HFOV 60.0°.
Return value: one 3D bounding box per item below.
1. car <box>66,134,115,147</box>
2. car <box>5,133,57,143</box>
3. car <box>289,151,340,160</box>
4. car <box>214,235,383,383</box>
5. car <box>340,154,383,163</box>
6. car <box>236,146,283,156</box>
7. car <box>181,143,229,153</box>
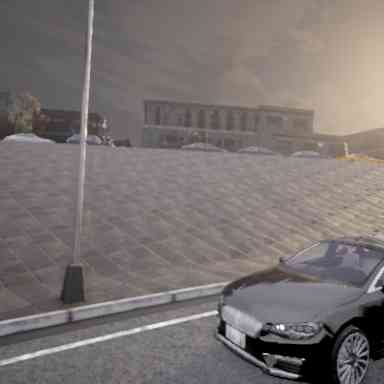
[{"bbox_3d":[-9.569,-4.626,31.854,4.553,1.767,2.185,2,-1,-6],"label":"car"},{"bbox_3d":[-15.034,-4.696,31.269,4.674,1.452,2.002,2,-1,-6],"label":"car"},{"bbox_3d":[12.273,-3.465,34.296,4.674,1.452,2.002,3,-1,-7],"label":"car"},{"bbox_3d":[2.657,1.493,5.236,4.902,1.511,2.128,0,0,-30],"label":"car"},{"bbox_3d":[17.756,-3.225,35.112,5.008,1.535,2.097,3,-1,-8],"label":"car"},{"bbox_3d":[6.778,-3.777,33.599,4.892,1.521,2.231,3,-1,-6],"label":"car"},{"bbox_3d":[1.295,-4.028,33.007,4.892,1.521,2.231,2,-1,-6],"label":"car"}]
